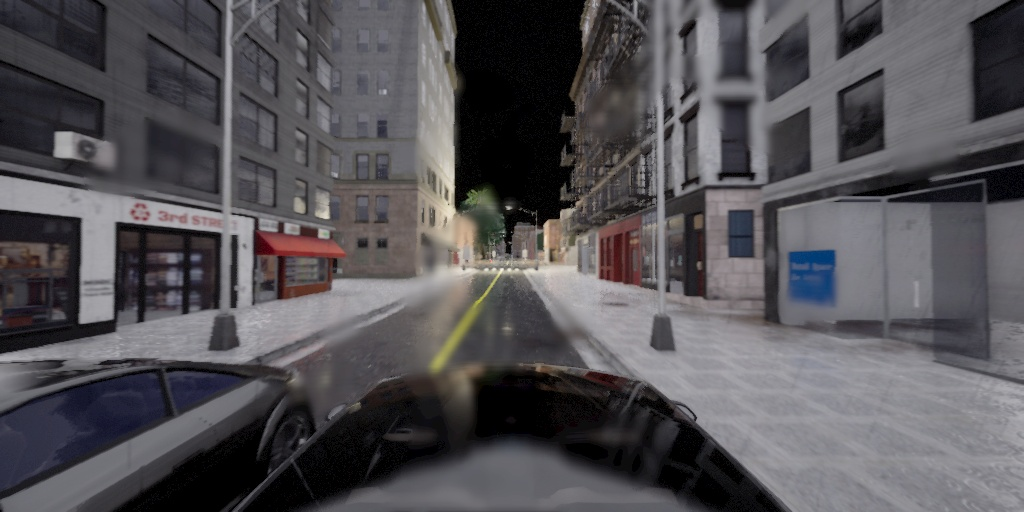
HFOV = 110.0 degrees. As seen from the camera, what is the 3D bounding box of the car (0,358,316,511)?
[{"bbox_3d":[-2.837,1.314,1.671,1.994,1.385,4.181,0,0,0],"label":"car"}]
